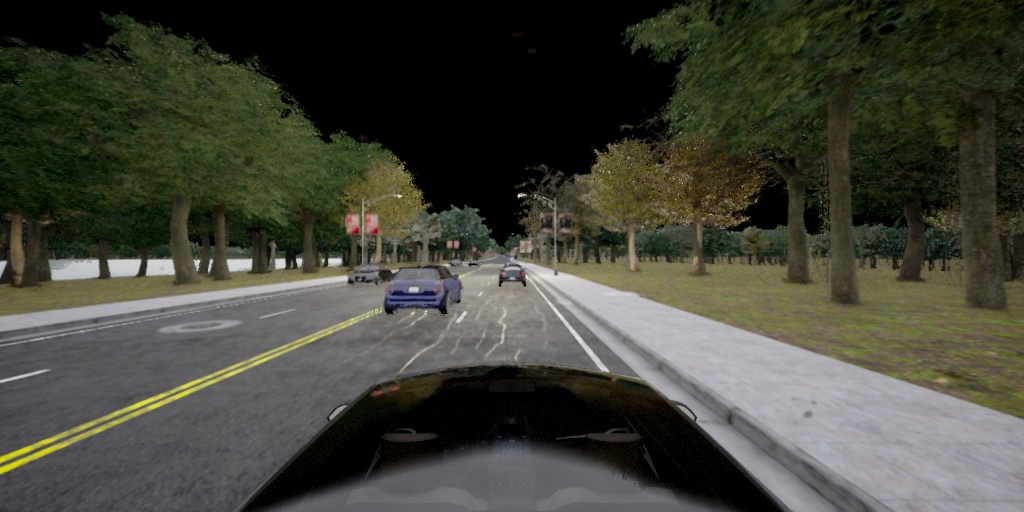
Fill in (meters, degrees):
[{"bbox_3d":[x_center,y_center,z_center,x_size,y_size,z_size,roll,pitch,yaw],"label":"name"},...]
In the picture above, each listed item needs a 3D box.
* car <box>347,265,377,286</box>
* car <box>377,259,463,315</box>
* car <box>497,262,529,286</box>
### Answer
[{"bbox_3d":[-9.918,1.334,25.380,1.994,1.385,4.181,0,0,0],"label":"car"},{"bbox_3d":[-3.175,1.107,13.699,2.097,1.767,4.553,0,0,0],"label":"car"},{"bbox_3d":[0.019,1.295,25.374,1.812,1.442,4.674,0,0,0],"label":"car"}]
